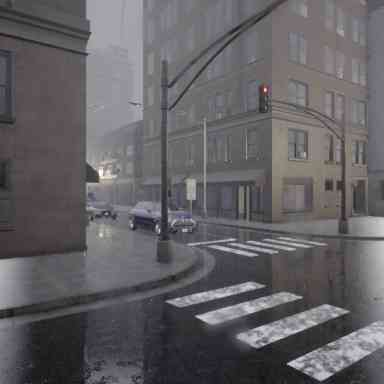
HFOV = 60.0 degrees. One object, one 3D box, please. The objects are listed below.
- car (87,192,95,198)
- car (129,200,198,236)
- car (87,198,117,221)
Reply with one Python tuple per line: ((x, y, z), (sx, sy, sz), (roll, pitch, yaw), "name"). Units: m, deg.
((-13.088, 1.015, 39.029), (2.150, 2.045, 5.566), (0, 0, -36), "car")
((-1.640, 1.269, 17.967), (2.097, 1.767, 4.553), (0, 0, -36), "car")
((-7.436, 1.428, 26.073), (1.994, 1.385, 4.181), (0, 0, -35), "car")
